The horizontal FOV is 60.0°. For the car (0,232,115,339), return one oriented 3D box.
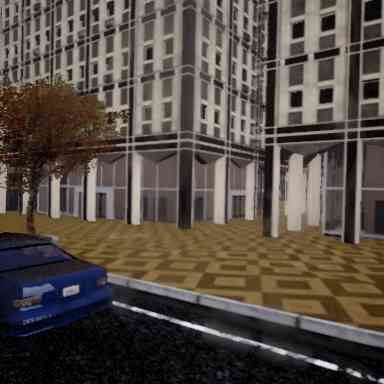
[{"bbox_3d":[-3.875,1.523,6.453,5.357,1.411,2.033,0,0,35],"label":"car"}]
